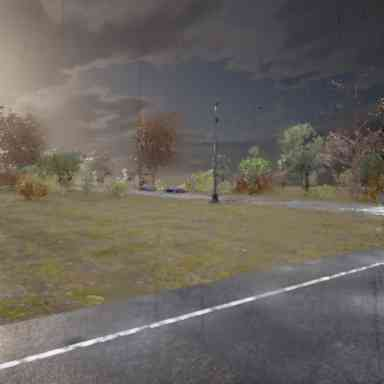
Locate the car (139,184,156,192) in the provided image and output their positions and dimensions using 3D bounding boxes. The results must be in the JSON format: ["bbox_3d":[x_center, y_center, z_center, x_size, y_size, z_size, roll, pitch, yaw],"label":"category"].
[{"bbox_3d":[-8.904,-0.757,66.079,2.128,1.511,4.902,0,2,-36],"label":"car"}]

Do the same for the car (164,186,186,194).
[{"bbox_3d":[-3.094,-0.324,57.976,1.895,1.301,4.718,0,2,-36],"label":"car"}]
